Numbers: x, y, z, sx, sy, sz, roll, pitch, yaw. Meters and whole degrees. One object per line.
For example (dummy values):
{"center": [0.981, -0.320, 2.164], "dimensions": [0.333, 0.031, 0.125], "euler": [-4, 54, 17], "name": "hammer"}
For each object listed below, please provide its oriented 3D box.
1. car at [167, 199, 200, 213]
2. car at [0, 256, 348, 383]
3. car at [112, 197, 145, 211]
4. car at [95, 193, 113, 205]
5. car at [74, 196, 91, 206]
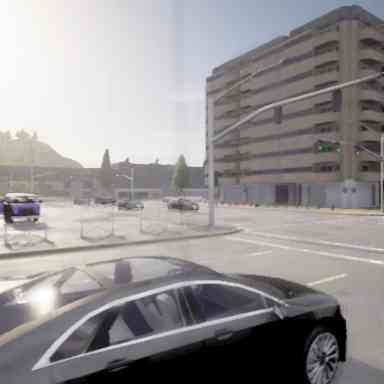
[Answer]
{"center": [-1.045, 1.514, 38.153], "dimensions": [2.128, 1.511, 4.902], "euler": [0, 0, -35], "name": "car"}
{"center": [-0.248, 1.489, 3.621], "dimensions": [4.902, 1.511, 2.128], "euler": [0, 0, -35], "name": "car"}
{"center": [-7.620, 1.519, 41.385], "dimensions": [2.128, 1.511, 4.902], "euler": [0, 0, -35], "name": "car"}
{"center": [-15.255, 1.249, 58.359], "dimensions": [2.150, 2.045, 5.566], "euler": [0, 0, -35], "name": "car"}
{"center": [-19.000, 1.532, 57.623], "dimensions": [2.128, 1.511, 4.902], "euler": [0, 0, -35], "name": "car"}
